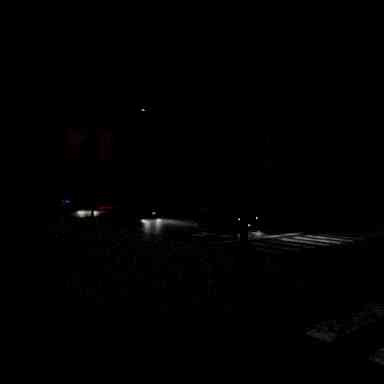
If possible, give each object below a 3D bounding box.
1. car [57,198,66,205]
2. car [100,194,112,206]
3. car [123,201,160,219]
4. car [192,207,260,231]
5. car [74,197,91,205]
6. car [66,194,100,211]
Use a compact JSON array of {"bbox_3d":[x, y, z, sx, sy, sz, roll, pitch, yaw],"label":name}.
[{"bbox_3d":[-25.068,1.817,65.134,1.994,1.385,4.181,0,0,-36],"label":"car"},{"bbox_3d":[-15.847,1.441,57.840,2.150,2.045,5.566,0,0,-35],"label":"car"},{"bbox_3d":[-4.733,1.594,30.830,2.128,1.511,4.902,0,0,-36],"label":"car"},{"bbox_3d":[2.062,1.657,21.344,1.895,1.301,4.718,0,0,-36],"label":"car"},{"bbox_3d":[-21.798,1.758,66.151,1.837,1.490,4.892,0,0,-36],"label":"car"},{"bbox_3d":[-14.712,1.390,44.824,2.150,2.045,5.566,0,-1,-35],"label":"car"}]
